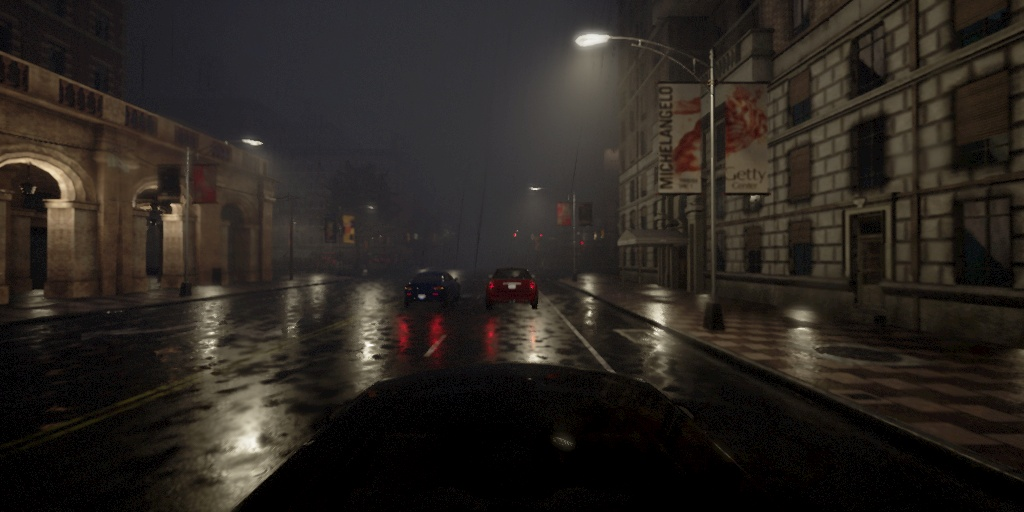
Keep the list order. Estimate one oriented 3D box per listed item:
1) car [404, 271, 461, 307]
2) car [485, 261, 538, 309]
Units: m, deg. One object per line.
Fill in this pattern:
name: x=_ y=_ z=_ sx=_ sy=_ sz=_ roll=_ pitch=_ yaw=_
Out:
car: x=-3.505 y=1.412 z=16.236 sx=1.812 sy=1.442 sz=4.674 roll=0 pitch=0 yaw=0
car: x=-0.006 y=1.234 z=15.945 sx=2.097 sy=1.767 sz=4.553 roll=0 pitch=-1 yaw=0
